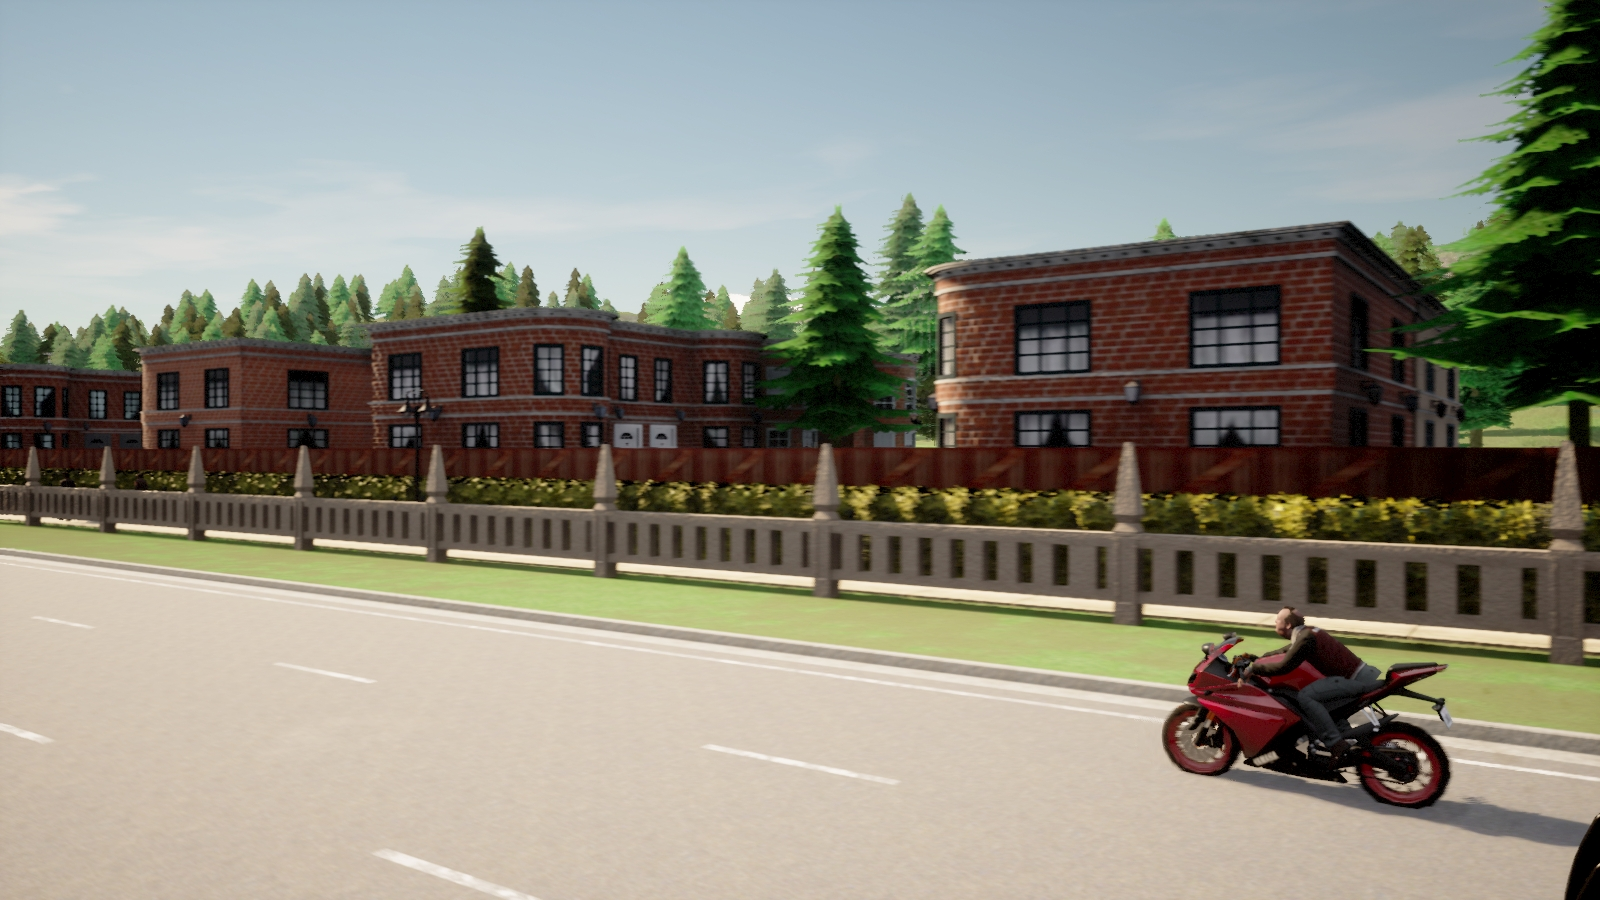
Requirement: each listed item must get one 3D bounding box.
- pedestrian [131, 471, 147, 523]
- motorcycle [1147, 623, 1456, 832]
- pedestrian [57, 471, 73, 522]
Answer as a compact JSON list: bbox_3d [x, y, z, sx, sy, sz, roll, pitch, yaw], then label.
[{"bbox_3d":[-24.002,1.699,41.500,0.375,1.860,0.375,0,0,35],"label":"pedestrian"},{"bbox_3d":[4.112,2.205,9.451,2.209,1.251,0.867,0,0,35],"label":"motorcycle"},{"bbox_3d":[-26.851,1.697,41.753,0.375,1.860,0.375,0,0,35],"label":"pedestrian"}]
